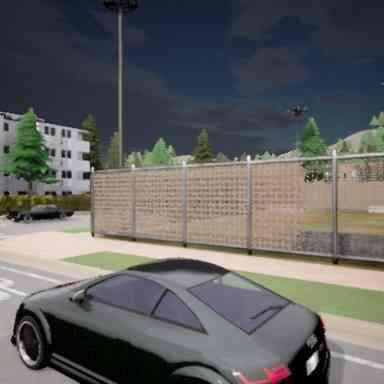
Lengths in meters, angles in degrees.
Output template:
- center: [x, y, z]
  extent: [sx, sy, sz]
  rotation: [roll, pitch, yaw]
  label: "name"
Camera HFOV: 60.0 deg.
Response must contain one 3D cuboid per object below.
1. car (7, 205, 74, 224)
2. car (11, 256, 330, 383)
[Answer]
- center: [-11.927, 1.701, 26.342]
  extent: [1.895, 1.301, 4.718]
  rotation: [0, 0, 35]
  label: "car"
- center: [-0.493, 1.577, 4.309]
  extent: [4.181, 1.385, 1.994]
  rotation: [0, 0, 36]
  label: "car"
